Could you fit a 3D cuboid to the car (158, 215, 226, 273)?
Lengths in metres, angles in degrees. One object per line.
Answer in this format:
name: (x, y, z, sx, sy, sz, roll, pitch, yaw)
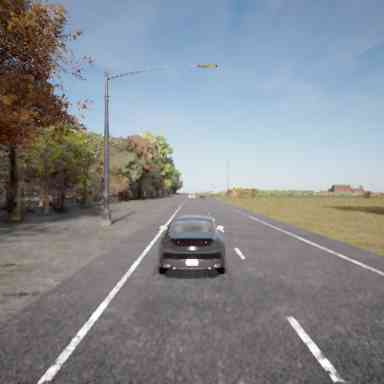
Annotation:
car: (-0.002, 1.510, 10.707, 1.837, 1.490, 4.892, 0, 0, 0)
